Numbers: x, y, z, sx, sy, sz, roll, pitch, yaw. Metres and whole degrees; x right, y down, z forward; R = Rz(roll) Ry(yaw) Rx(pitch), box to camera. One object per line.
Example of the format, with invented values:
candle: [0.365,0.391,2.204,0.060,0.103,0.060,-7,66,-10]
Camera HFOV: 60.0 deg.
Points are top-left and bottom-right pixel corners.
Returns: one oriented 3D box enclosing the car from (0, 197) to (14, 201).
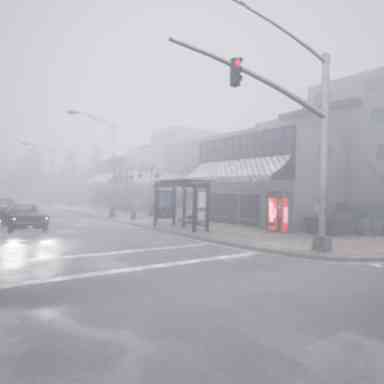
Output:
car: [-14.359,1.236,25.511,1.994,1.385,4.181,2,0,-35]

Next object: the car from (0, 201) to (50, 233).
car: [-9.125,1.364,18.057,1.895,1.301,4.718,2,0,-35]

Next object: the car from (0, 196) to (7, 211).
car: [-20.084,1.137,33.705,1.994,1.385,4.181,2,0,-35]
